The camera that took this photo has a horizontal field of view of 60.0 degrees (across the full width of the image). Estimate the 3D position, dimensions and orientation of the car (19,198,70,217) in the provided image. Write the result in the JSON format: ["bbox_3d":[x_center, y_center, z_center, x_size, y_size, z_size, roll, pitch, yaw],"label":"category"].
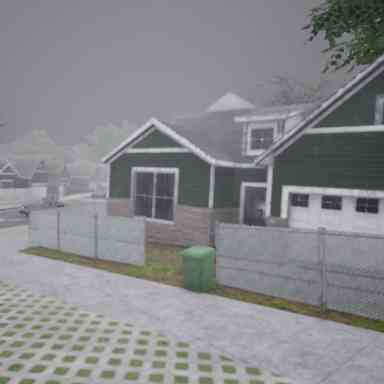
[{"bbox_3d":[-11.554,1.176,26.591,2.033,1.411,5.357,3,1,3],"label":"car"}]

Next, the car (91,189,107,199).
[{"bbox_3d":[-14.831,0.282,53.244,1.837,1.490,4.892,3,2,-3],"label":"car"}]
